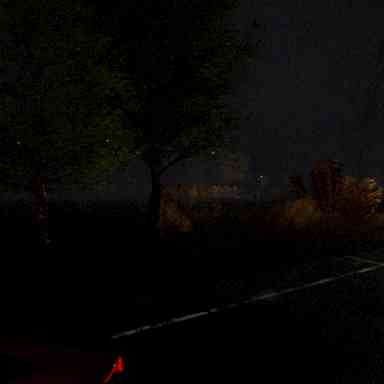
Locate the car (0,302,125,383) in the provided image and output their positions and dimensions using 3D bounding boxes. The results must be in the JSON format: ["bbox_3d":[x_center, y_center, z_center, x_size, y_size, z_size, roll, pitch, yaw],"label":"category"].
[{"bbox_3d":[-2.538,1.564,2.182,4.181,1.385,1.994,0,0,-35],"label":"car"}]
